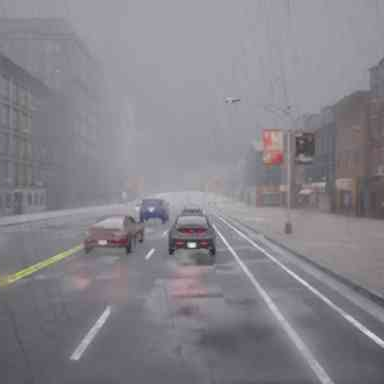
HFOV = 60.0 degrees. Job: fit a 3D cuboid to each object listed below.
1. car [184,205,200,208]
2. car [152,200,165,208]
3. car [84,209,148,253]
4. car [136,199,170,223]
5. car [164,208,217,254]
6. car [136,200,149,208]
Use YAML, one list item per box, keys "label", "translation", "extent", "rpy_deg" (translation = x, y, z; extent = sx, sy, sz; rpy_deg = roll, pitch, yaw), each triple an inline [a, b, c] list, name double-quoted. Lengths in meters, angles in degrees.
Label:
- label: "car"
  translation: [0.018, 1.876, 29.313]
  extent: [1.837, 1.490, 4.892]
  rpy_deg: [0, 0, 0]
- label: "car"
  translation: [-6.488, 2.315, 64.631]
  extent: [2.033, 1.411, 5.357]
  rpy_deg: [0, 0, 1]
- label: "car"
  translation: [-3.238, 1.683, 14.391]
  extent: [1.812, 1.442, 4.674]
  rpy_deg: [0, -1, 0]
- label: "car"
  translation: [-3.235, 1.580, 29.048]
  extent: [2.150, 2.045, 5.566]
  rpy_deg: [0, -1, 0]
- label: "car"
  translation: [0.011, 1.665, 14.294]
  extent: [1.837, 1.490, 4.892]
  rpy_deg: [0, 0, 0]
- label: "car"
  translation: [-9.736, 2.298, 65.148]
  extent: [1.812, 1.442, 4.674]
  rpy_deg: [0, 0, 1]
